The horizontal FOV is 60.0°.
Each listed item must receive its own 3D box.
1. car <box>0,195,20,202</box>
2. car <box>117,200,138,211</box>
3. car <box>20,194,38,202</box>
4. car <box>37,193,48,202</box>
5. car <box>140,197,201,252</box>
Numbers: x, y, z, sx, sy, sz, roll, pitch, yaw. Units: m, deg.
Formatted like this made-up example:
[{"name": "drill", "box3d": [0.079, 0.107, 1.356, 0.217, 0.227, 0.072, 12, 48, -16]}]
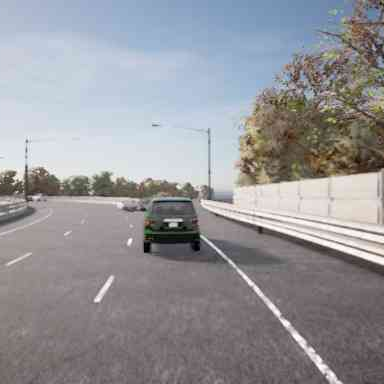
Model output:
[{"name": "car", "box3d": [-44.462, 1.707, 80.887, 4.674, 1.442, 1.812, 0, 0, 39]}, {"name": "car", "box3d": [-8.314, 1.648, 42.152, 1.895, 1.301, 4.718, 0, 0, -22]}, {"name": "car", "box3d": [-41.344, 1.702, 82.837, 4.902, 1.511, 2.128, 0, 0, 39]}, {"name": "car", "box3d": [-39.239, 1.391, 85.631, 5.566, 2.045, 2.150, 0, 0, 39]}, {"name": "car", "box3d": [-1.007, 1.232, 14.233, 2.150, 2.045, 5.566, 0, 0, -8]}]
